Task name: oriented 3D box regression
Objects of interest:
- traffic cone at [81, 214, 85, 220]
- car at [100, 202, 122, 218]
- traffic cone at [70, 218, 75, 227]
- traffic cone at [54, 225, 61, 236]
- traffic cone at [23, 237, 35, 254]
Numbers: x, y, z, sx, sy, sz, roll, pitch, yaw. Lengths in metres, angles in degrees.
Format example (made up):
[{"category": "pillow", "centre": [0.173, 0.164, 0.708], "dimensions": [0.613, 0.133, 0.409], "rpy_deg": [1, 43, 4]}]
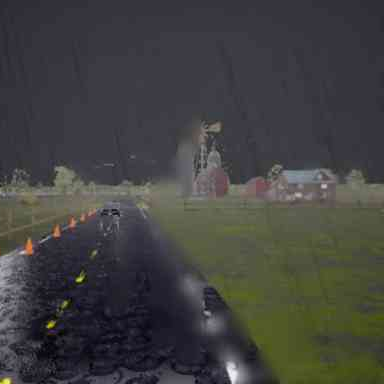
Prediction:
[{"category": "traffic cone", "centre": [-8.992, 2.038, 27.411], "dimensions": [0.340, 0.580, 0.340], "rpy_deg": [0, 0, -11]}, {"category": "car", "centre": [-7.694, 1.668, 31.674], "dimensions": [1.895, 1.301, 4.718], "rpy_deg": [0, 0, -11]}, {"category": "traffic cone", "centre": [-8.061, 2.034, 22.498], "dimensions": [0.340, 0.580, 0.340], "rpy_deg": [-1, 0, -11]}, {"category": "traffic cone", "centre": [-7.130, 2.030, 17.585], "dimensions": [0.340, 0.580, 0.340], "rpy_deg": [-1, 0, -11]}, {"category": "traffic cone", "centre": [-6.200, 2.023, 12.673], "dimensions": [0.340, 0.580, 0.340], "rpy_deg": [0, 0, -11]}]
